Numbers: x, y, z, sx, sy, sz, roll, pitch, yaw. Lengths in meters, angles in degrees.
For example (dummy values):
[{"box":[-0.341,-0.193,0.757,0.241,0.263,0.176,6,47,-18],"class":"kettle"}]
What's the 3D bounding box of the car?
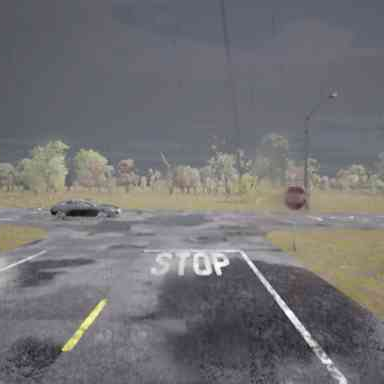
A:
[{"box":[-7.697,1.218,24.065,4.902,1.511,2.128,0,1,0],"class":"car"}]
